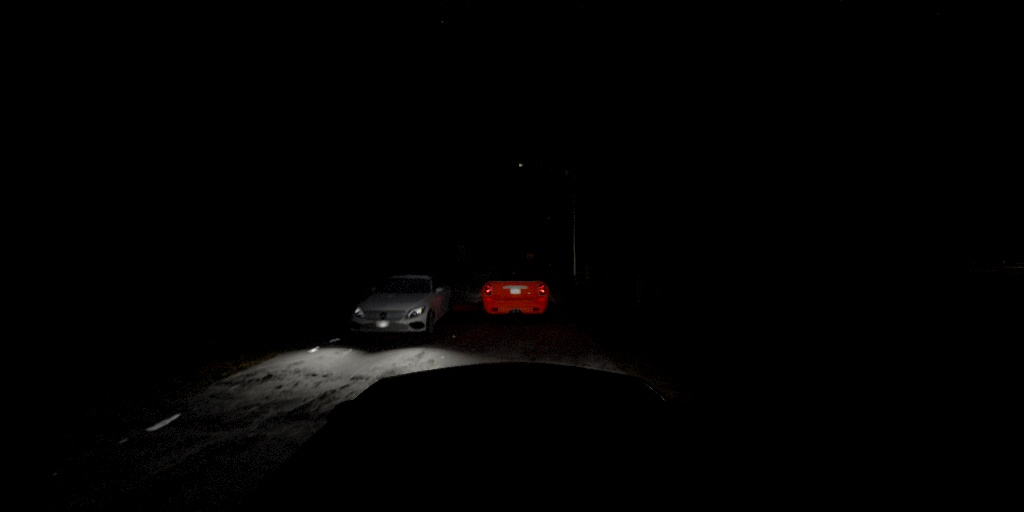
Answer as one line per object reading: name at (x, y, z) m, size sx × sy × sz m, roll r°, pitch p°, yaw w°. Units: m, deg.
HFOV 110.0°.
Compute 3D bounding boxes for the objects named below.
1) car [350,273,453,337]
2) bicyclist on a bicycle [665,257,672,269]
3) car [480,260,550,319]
car at (-2.848, 1.225, 10.232) m, size 1.812 × 1.442 × 4.674 m, roll 0°, pitch 0°, yaw 0°
bicyclist on a bicycle at (19.930, 0.966, 45.718) m, size 0.582 × 1.620 × 1.656 m, roll 0°, pitch 0°, yaw 0°
car at (0.101, 1.039, 12.541) m, size 2.097 × 1.767 × 4.553 m, roll 0°, pitch 0°, yaw 0°
